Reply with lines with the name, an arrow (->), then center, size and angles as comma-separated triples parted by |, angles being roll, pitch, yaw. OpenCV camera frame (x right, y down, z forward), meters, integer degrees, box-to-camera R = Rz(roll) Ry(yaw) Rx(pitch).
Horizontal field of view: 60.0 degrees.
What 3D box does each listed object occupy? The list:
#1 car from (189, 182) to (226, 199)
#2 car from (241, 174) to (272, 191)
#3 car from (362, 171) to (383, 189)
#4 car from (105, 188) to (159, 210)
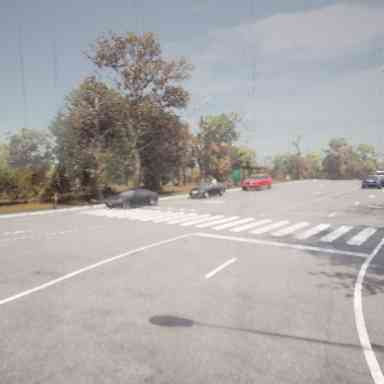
car -> 1.641, -0.216, 34.036 | 2.128, 1.511, 4.902 | 2, 5, 37
car -> 8.482, -1.253, 43.118 | 2.150, 2.045, 5.566 | 2, 5, 37
car -> 23.391, -1.391, 42.830 | 2.097, 1.767, 4.553 | 2, 5, 37
car -> -4.528, 0.478, 25.799 | 1.812, 1.442, 4.674 | 2, 4, 37
